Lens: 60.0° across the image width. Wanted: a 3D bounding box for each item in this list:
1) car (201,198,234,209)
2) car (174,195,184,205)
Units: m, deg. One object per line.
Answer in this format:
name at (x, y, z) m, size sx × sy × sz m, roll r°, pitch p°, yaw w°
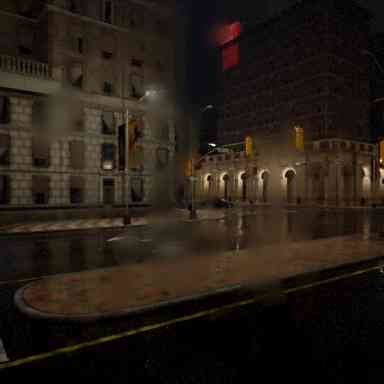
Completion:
car at (3.485, 1.547, 46.956) m, size 2.033 × 1.411 × 5.357 m, roll 0°, pitch 0°, yaw -36°
car at (-3.294, 1.527, 56.546) m, size 1.812 × 1.442 × 4.674 m, roll 0°, pitch 1°, yaw -35°
